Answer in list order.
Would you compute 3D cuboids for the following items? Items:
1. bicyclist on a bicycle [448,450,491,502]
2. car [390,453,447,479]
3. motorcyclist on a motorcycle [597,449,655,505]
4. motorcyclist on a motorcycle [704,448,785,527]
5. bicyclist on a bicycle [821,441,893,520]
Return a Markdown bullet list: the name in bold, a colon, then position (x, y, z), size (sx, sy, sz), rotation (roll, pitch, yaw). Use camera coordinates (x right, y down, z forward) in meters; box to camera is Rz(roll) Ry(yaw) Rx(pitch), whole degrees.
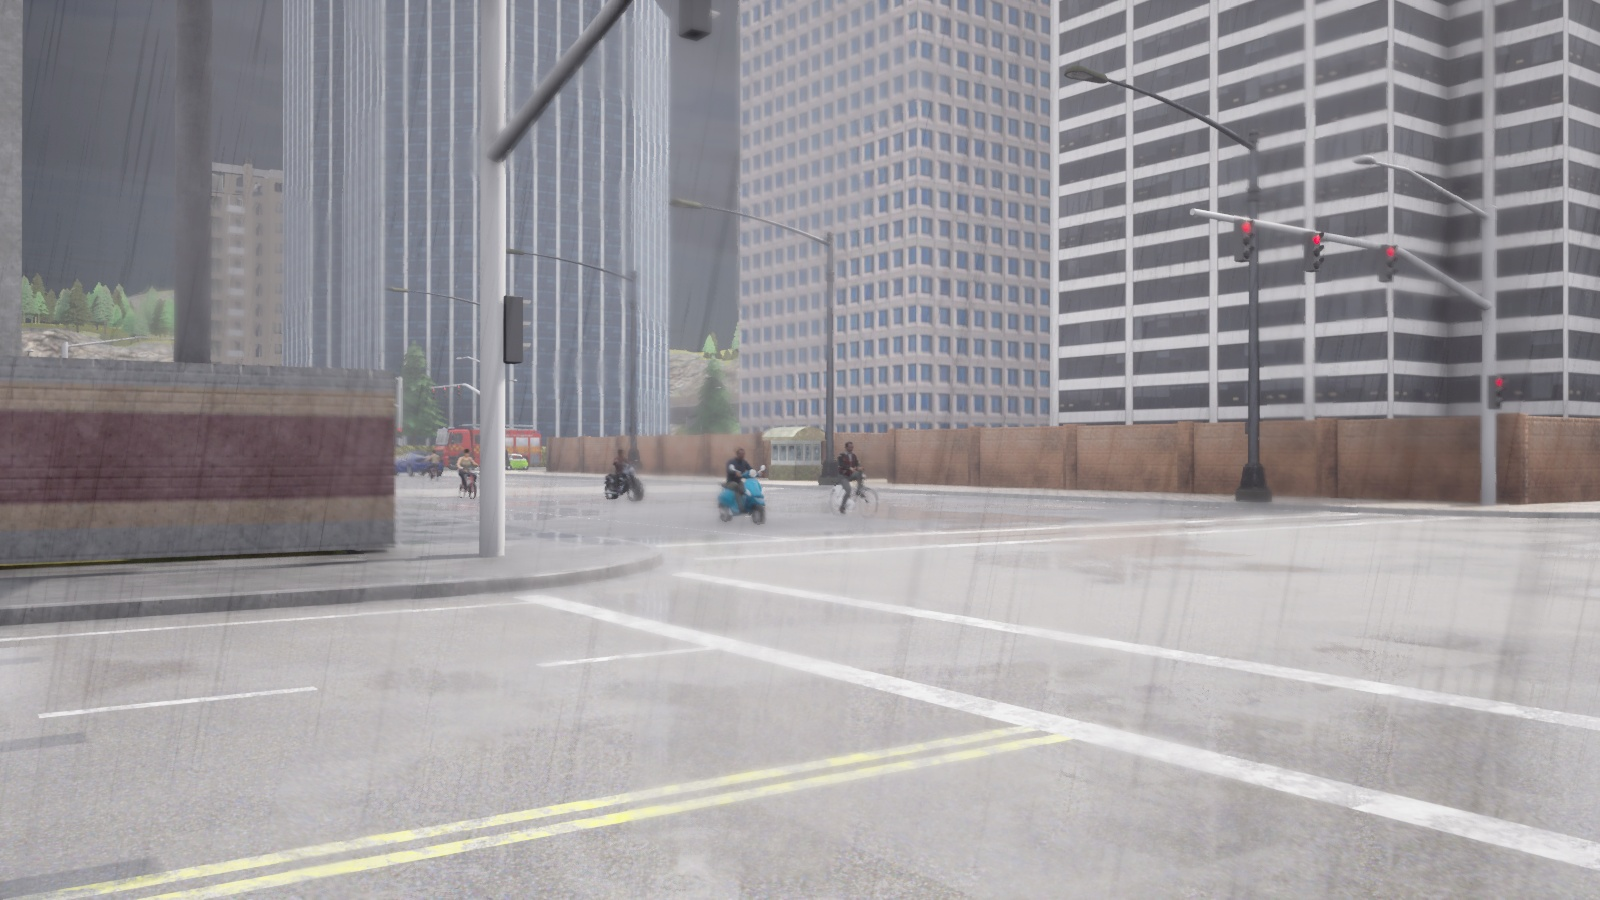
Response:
- **bicyclist on a bicycle**: position (-10.510, 0.801, 39.852), size (0.866, 1.612, 1.509), rotation (0, 0, -34)
- **car**: position (-23.467, 0.961, 77.173), size (1.882, 1.535, 5.008), rotation (0, 0, -35)
- **motorcyclist on a motorcycle**: position (-5.357, 0.801, 38.531), size (0.766, 1.649, 2.350), rotation (0, 0, -35)
- **motorcyclist on a motorcycle**: position (-1.177, 0.765, 26.286), size (0.866, 1.590, 1.817), rotation (0, 0, -35)
- **bicyclist on a bicycle**: position (1.302, 0.683, 28.857), size (0.659, 1.776, 1.843), rotation (0, 0, -35)
